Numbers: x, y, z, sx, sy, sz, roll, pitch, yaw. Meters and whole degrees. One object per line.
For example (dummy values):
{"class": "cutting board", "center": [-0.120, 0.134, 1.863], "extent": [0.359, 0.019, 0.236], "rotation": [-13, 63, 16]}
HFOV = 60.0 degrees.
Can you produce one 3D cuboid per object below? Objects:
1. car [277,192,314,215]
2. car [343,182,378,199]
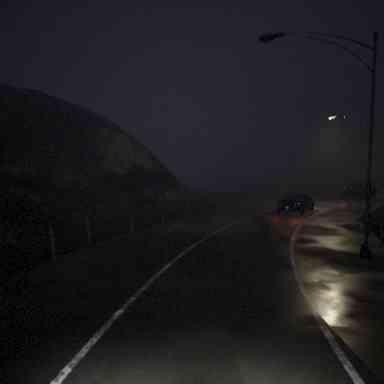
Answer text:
{"class": "car", "center": [7.704, 0.757, 24.570], "extent": [1.812, 1.442, 4.674], "rotation": [3, 5, 32]}
{"class": "car", "center": [18.470, -0.319, 36.408], "extent": [4.553, 1.767, 2.097], "rotation": [-4, 6, -39]}
